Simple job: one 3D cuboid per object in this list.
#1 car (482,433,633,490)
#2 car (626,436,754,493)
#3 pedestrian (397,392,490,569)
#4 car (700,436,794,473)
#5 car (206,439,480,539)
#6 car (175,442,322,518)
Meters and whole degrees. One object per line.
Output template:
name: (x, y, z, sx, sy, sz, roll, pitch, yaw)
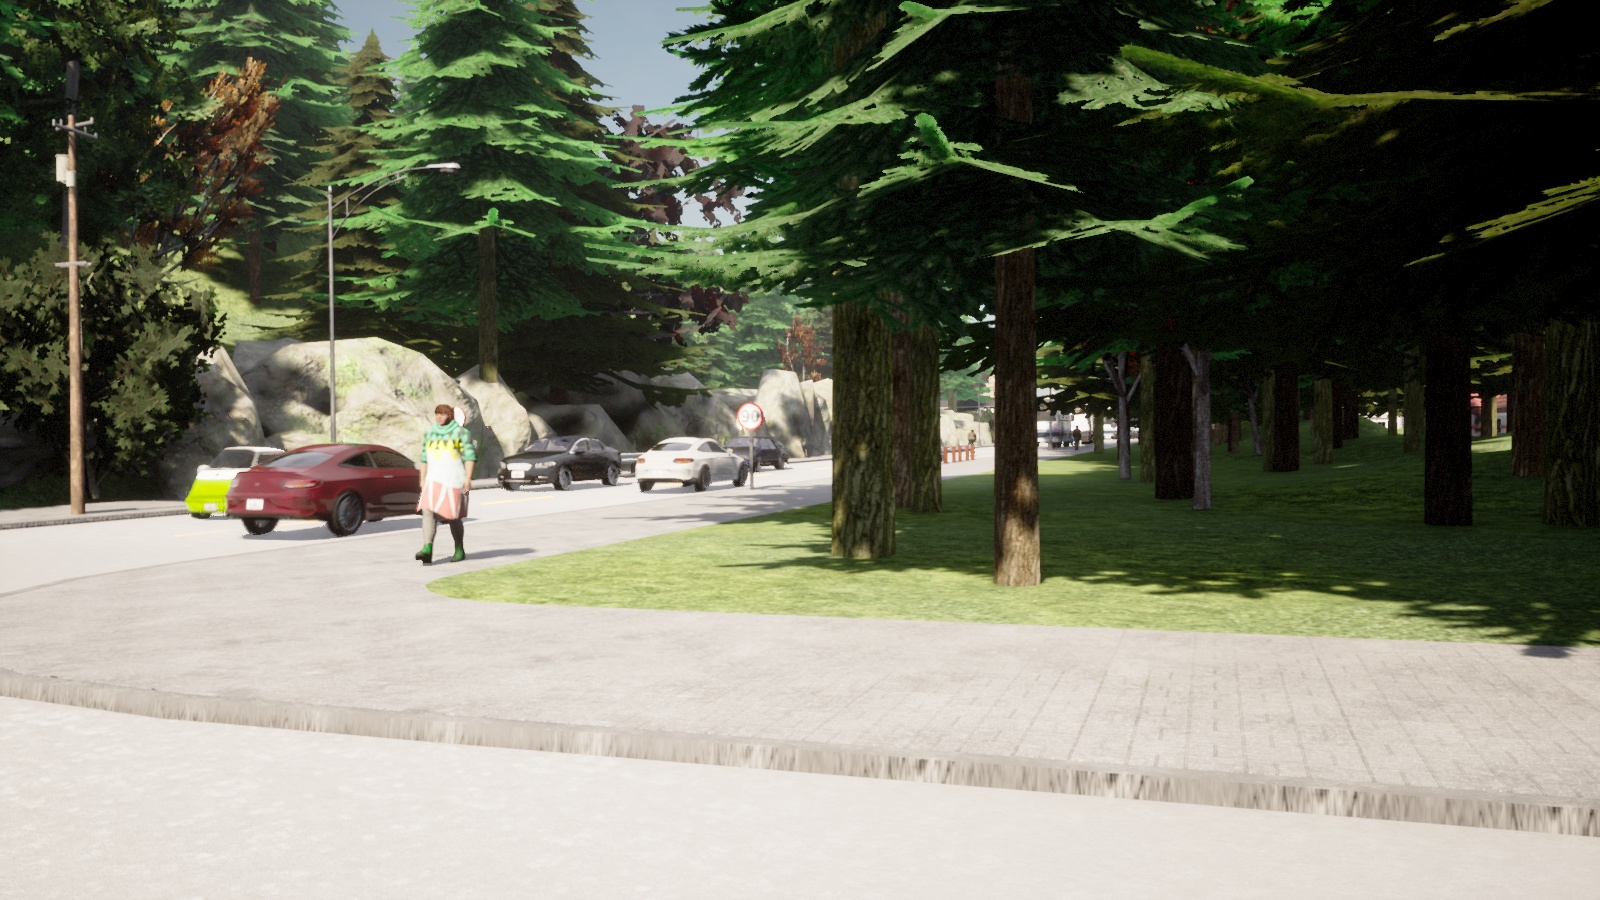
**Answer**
car: (-6.792, 0.264, 35.820, 2.128, 1.511, 4.902, 0, 1, 18)
car: (-2.943, 0.347, 34.722, 1.812, 1.442, 4.674, 0, 1, 18)
pedestrian: (-4.065, 0.331, 14.363, 0.659, 1.952, 0.873, 0, 1, 14)
car: (-2.037, 0.139, 50.452, 2.033, 1.411, 5.357, 0, 1, 18)
car: (-7.430, 0.551, 21.001, 1.812, 1.442, 4.674, 0, 1, 18)
car: (-10.572, 0.535, 24.184, 1.481, 1.376, 2.207, 0, 1, 18)
